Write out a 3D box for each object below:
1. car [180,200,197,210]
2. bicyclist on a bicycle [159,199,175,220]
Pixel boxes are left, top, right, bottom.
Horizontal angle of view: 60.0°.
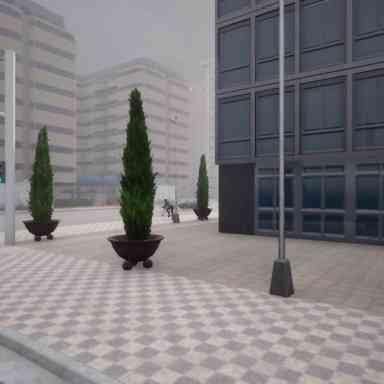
[{"bbox_3d":[0.475,1.656,43.542,1.895,1.301,4.718,0,0,35],"label":"car"},{"bbox_3d":[-1.908,1.356,25.824,1.656,1.620,0.582,0,0,35],"label":"bicyclist on a bicycle"}]
